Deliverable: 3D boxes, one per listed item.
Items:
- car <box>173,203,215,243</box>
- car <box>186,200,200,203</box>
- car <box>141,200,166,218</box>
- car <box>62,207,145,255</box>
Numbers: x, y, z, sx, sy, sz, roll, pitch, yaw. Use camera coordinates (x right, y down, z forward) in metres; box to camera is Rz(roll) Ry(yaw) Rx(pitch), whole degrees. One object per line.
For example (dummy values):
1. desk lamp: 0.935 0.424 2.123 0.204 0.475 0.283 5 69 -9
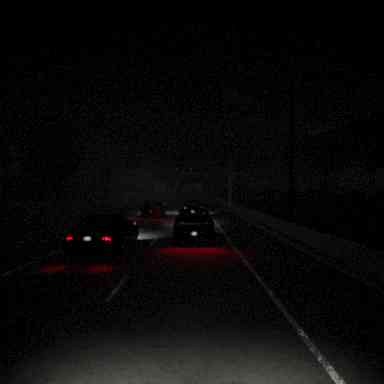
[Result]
1. car: 0.089 1.512 16.162 2.128 1.511 4.902 0 0 0
2. car: 0.083 1.480 30.608 1.812 1.442 4.674 0 0 0
3. car: -3.416 1.432 30.084 1.882 1.535 5.008 0 0 0
4. car: -3.413 1.572 13.343 2.033 1.411 5.357 0 0 0
